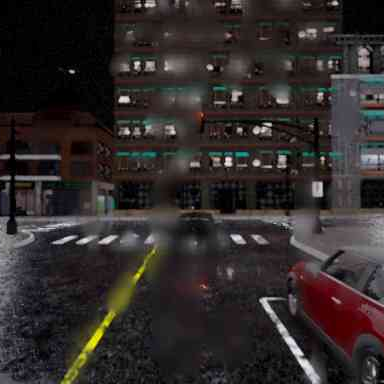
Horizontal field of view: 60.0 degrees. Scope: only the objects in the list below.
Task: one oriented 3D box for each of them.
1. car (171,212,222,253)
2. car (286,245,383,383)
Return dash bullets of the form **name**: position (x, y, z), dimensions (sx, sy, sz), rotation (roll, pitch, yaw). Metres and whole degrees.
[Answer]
- **car**: position (0.226, 1.597, 14.174), dimensions (1.837, 1.490, 4.892), rotation (0, 0, 4)
- **car**: position (2.752, 1.475, 4.797), dimensions (1.967, 1.590, 4.097), rotation (1, 0, 0)
